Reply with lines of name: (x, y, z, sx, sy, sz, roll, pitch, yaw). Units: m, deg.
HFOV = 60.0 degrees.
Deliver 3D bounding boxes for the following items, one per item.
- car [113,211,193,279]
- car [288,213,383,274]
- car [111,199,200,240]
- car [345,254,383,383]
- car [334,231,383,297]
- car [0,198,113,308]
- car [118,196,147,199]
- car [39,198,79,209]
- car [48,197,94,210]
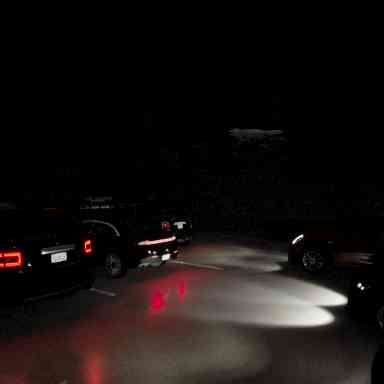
car: (-2.645, 1.491, 10.139, 4.902, 1.511, 2.128, 0, 0, 36)
car: (5.001, 1.352, 9.025, 4.553, 1.767, 2.097, 0, 0, 36)
car: (-2.185, 1.351, 14.108, 4.553, 1.767, 2.097, 0, 0, 35)
car: (3.575, 1.474, 1.437, 5.008, 1.535, 1.882, 0, 0, 35)
car: (4.627, 1.564, 4.981, 4.181, 1.385, 1.994, 0, 0, 36)
car: (-4.530, 1.221, 7.213, 5.566, 2.045, 2.150, 0, 0, 33)
car: (-8.681, 1.405, 49.870, 4.902, 1.511, 2.128, 0, 0, -41)
car: (-18.132, 1.491, 45.540, 1.895, 1.301, 4.718, 0, 0, 43)
car: (-15.635, 1.453, 43.170, 2.033, 1.411, 5.357, 0, 0, 40)
